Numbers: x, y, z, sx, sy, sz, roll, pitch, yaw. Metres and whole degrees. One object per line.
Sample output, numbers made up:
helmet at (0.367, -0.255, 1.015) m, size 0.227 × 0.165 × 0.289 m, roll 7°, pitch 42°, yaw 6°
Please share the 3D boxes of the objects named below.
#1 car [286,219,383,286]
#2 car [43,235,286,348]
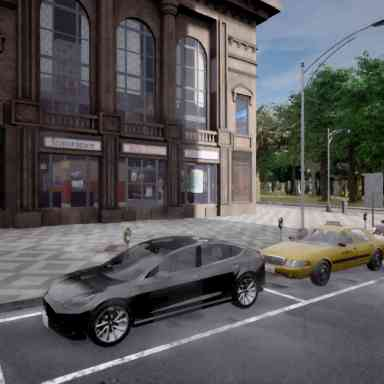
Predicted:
car at (3.829, 1.526, 9.384) m, size 4.829 × 1.417 × 1.752 m, roll 0°, pitch 0°, yaw -36°
car at (-0.459, 1.566, 6.324) m, size 4.313 × 1.339 × 1.947 m, roll 0°, pitch 0°, yaw -36°
